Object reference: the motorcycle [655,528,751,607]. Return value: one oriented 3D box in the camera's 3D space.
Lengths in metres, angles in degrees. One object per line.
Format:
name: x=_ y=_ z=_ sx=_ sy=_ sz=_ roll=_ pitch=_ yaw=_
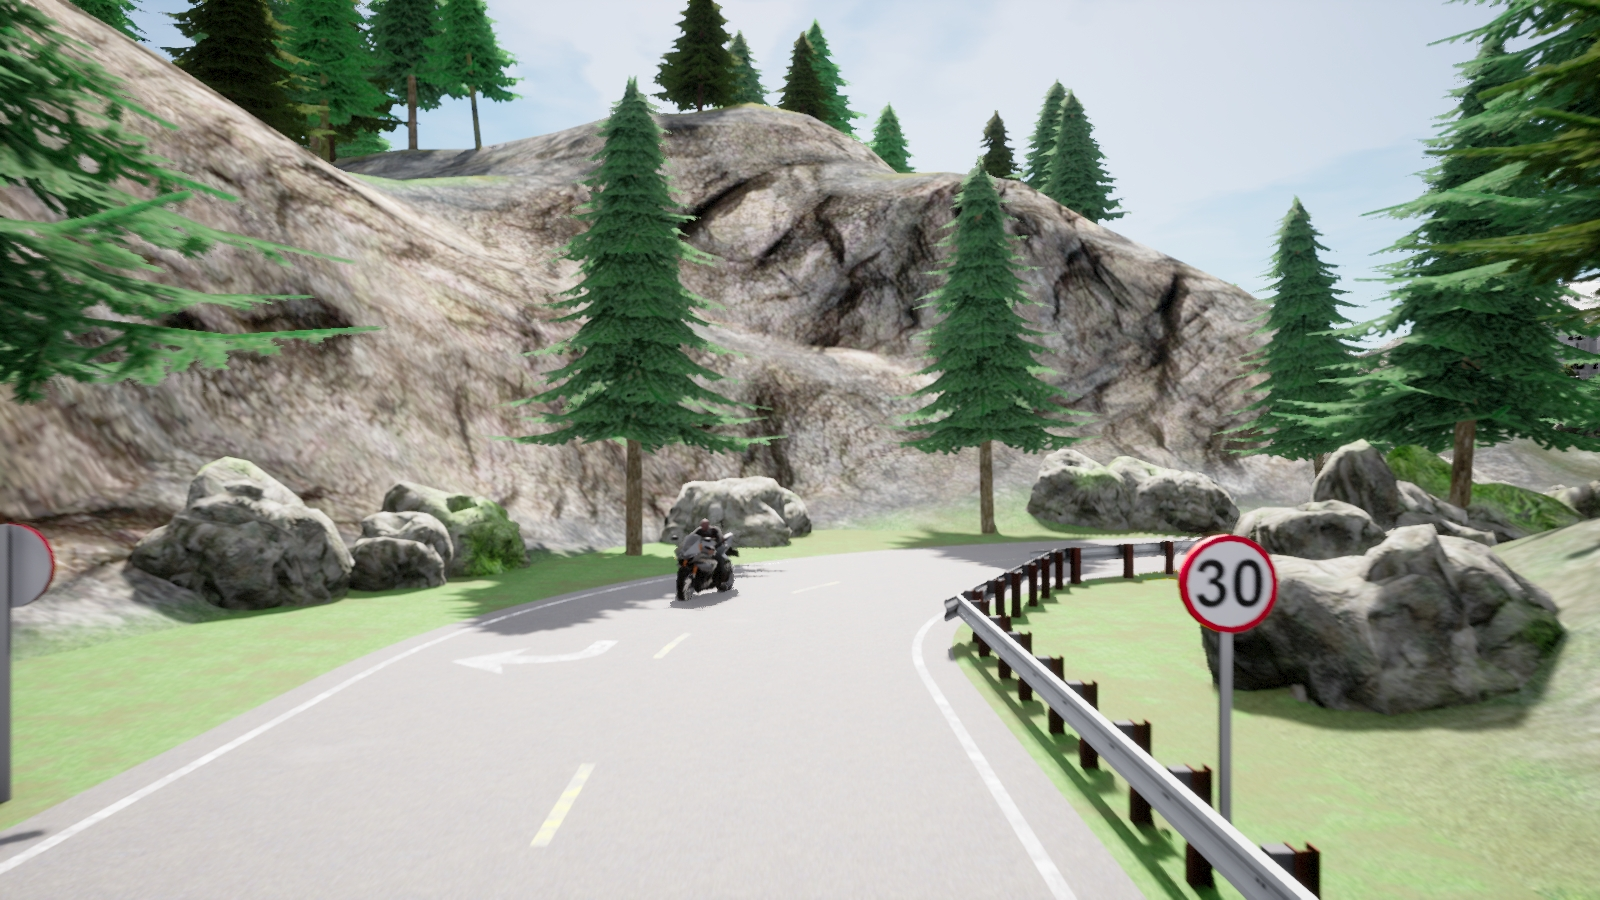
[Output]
motorcycle: x=-1.817 y=2.200 z=21.836 sx=0.867 sy=1.251 sz=2.209 roll=1 pitch=1 yaw=24
